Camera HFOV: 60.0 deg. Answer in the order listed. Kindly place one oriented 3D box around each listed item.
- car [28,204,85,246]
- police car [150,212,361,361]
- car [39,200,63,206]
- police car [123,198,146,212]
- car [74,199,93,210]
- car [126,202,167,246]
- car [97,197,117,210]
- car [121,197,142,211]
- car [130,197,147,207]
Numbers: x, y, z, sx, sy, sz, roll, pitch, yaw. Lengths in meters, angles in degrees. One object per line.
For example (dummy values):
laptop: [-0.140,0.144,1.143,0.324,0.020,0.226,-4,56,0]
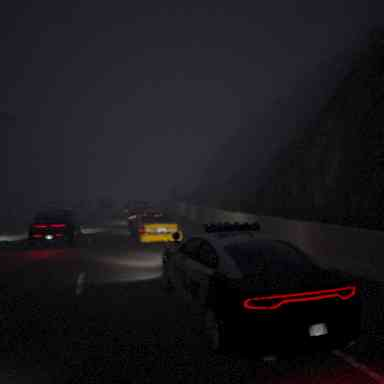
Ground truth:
car: [-6.369,1.559,15.756,1.837,1.490,4.892,-1,0,-14]
police car: [0.698,1.400,6.336,1.930,1.638,5.238,-1,0,-17]
car: [-18.128,1.711,43.098,2.033,1.411,5.357,-1,0,-5]
police car: [-3.061,1.425,20.490,1.930,1.638,5.238,-1,0,-13]
car: [-14.690,1.639,44.966,1.812,1.442,4.674,-1,0,-5]
car: [-1.805,1.448,15.225,1.801,1.575,5.366,-1,0,-14]
car: [-11.068,1.418,43.593,2.097,1.767,4.553,-1,0,-5]
car: [-7.630,1.513,42.571,2.128,1.511,4.902,-1,0,-4]
car: [-8.441,1.578,52.647,1.994,1.385,4.181,-1,0,-1]
